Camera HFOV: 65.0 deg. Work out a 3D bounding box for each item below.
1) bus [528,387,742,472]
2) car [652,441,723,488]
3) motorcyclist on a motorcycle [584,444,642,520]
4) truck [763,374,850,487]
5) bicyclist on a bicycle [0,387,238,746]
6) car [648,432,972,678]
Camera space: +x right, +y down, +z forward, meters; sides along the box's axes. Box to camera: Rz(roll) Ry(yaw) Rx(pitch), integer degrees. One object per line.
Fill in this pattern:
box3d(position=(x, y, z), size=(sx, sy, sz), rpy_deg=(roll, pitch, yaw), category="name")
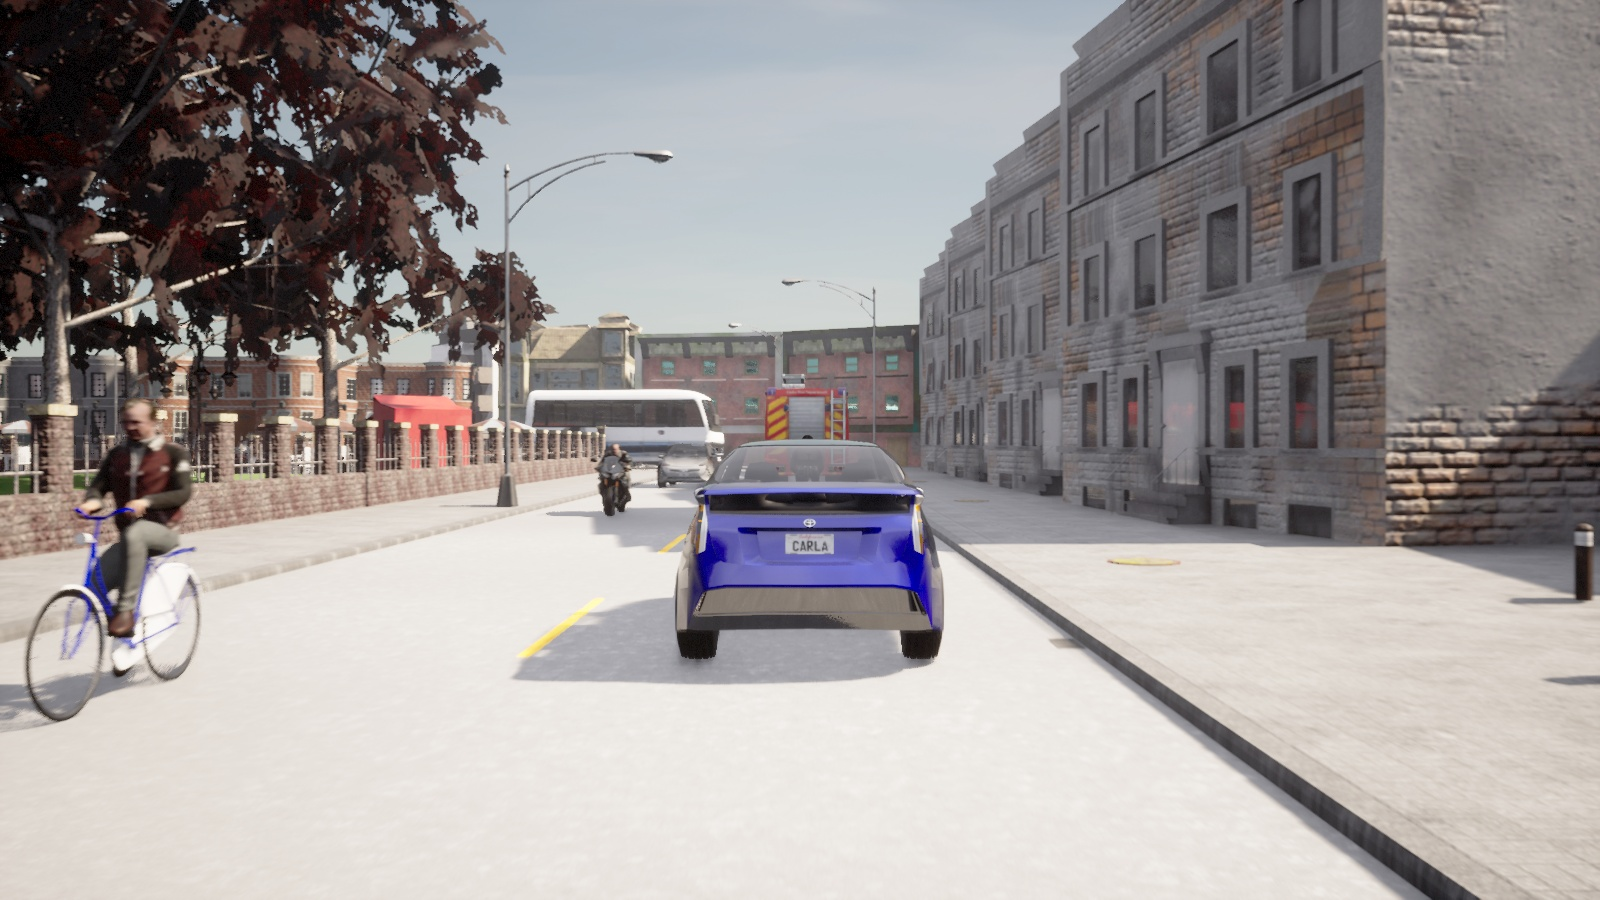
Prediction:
box3d(position=(-8.455, -1.003, 65.157), size=(10.273, 4.253, 3.944), rpy_deg=(0, -1, 8), category="bus")
box3d(position=(-3.779, 0.448, 43.023), size=(2.007, 1.525, 4.514), rpy_deg=(0, 0, 0), category="car")
box3d(position=(-3.853, 0.631, 26.086), size=(0.866, 1.530, 2.191), rpy_deg=(0, 0, 0), category="motorcyclist on a motorcycle")
box3d(position=(0.236, -0.680, 46.468), size=(2.891, 3.827, 8.468), rpy_deg=(0, 0, 0), category="truck")
box3d(position=(-3.944, 0.574, 7.139), size=(0.659, 1.776, 1.843), rpy_deg=(0, 0, 0), category="bicyclist on a bicycle")
box3d(position=(0.072, 0.637, 10.030), size=(2.007, 1.525, 4.514), rpy_deg=(0, 0, 0), category="car")
